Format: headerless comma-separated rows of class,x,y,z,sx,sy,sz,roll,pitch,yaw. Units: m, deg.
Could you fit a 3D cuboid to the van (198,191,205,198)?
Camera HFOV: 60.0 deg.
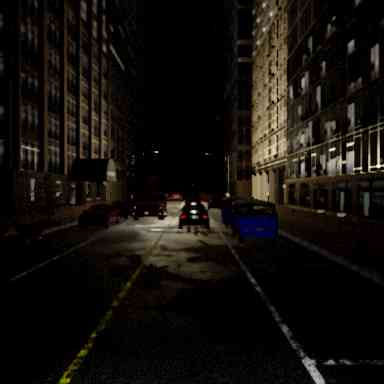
van,2.734,0.628,94.893,1.690,1.788,3.998,0,1,0

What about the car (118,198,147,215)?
car,-5.677,1.334,32.208,2.008,1.369,4.403,0,0,0

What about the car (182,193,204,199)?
car,0.119,1.201,40.476,1.882,1.535,5.008,0,1,0

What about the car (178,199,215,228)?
car,0.114,1.411,20.784,2.033,1.411,5.357,0,0,0

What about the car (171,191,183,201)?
car,-2.989,0.768,64.887,2.150,2.045,5.566,0,0,1

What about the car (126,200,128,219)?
car,-5.680,1.406,26.511,1.802,1.307,4.206,0,0,0

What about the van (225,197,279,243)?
van,2.696,1.242,15.107,1.690,1.788,3.998,0,0,0

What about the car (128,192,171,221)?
car,-3.089,1.053,25.389,2.150,2.045,5.566,0,0,0

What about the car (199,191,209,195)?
car,2.718,1.079,66.392,1.887,1.381,4.507,0,0,0

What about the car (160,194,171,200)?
car,-5.660,1.043,72.094,2.008,1.369,4.403,0,0,0

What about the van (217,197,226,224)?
van,2.698,1.204,20.807,1.690,1.788,3.998,0,0,0

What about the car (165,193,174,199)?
car,-5.655,0.946,83.494,1.887,1.381,4.507,0,0,0

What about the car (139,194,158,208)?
car,-5.672,1.141,43.605,1.967,1.590,4.097,0,0,0

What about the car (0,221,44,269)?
car,-5.687,1.520,9.416,1.802,1.307,4.206,0,0,0

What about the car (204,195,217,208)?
car,2.706,1.308,37.904,1.947,1.339,4.313,0,0,0

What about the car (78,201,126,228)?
car,-5.683,1.408,20.812,1.887,1.381,4.507,0,0,0
